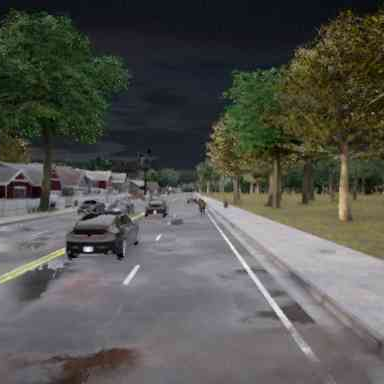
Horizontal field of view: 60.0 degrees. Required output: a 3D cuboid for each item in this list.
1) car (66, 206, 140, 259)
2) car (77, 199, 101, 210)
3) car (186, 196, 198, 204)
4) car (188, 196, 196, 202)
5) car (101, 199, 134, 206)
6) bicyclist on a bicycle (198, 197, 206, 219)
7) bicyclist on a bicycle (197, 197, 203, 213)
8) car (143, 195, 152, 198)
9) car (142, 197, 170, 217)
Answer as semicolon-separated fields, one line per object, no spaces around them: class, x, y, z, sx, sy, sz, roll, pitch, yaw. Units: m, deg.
car;-3.152;1.484;12.516;1.837;1.490;4.892;0;0;0
car;-9.849;1.452;32.947;1.837;1.490;4.892;0;0;0
car;0.025;1.434;62.858;1.812;1.442;4.674;0;0;1
car;-0.011;1.488;76.486;1.895;1.301;4.718;0;0;0
car;-6.600;1.439;31.338;2.128;1.511;4.902;0;0;0
bicyclist on a bicycle;0.891;1.409;26.881;0.582;1.620;1.656;0;0;0
bicyclist on a bicycle;0.890;1.394;35.885;0.582;1.620;1.656;0;0;0
car;-9.761;1.363;73.322;1.812;1.442;4.674;0;0;0
car;-3.153;1.454;30.766;1.837;1.490;4.892;0;0;0
